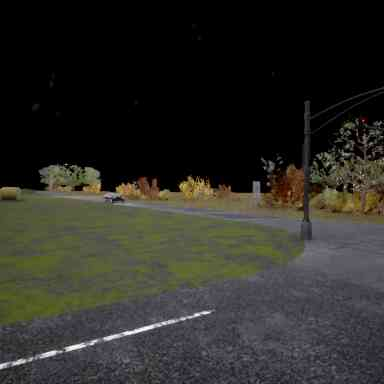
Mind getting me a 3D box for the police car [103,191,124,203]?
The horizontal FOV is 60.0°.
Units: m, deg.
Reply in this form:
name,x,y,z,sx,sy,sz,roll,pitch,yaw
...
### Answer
name,x,y,z,sx,sy,sz,roll,pitch,yaw
police car,-11.672,0.744,49.722,1.930,1.638,5.238,1,0,-32
